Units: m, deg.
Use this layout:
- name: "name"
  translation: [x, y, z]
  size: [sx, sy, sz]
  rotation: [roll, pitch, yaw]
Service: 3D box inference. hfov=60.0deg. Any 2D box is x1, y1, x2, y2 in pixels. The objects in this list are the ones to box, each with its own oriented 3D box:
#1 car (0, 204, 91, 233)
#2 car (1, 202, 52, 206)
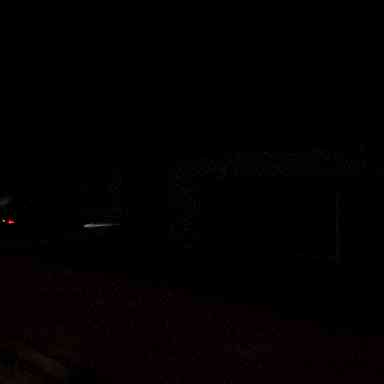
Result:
- name: "car"
  translation: [-8.935, 1.661, 20.503]
  size: [2.033, 1.411, 5.357]
  rotation: [0, 0, 36]
- name: "car"
  translation: [-12.597, 1.621, 27.180]
  size: [1.882, 1.535, 5.008]
  rotation: [0, 0, 36]
